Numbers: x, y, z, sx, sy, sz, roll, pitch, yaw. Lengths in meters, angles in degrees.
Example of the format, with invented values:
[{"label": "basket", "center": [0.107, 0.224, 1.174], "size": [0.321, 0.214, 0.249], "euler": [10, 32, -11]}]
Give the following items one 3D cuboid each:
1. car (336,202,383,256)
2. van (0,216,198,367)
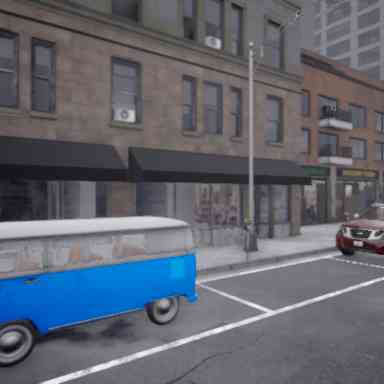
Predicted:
[{"label": "car", "center": [7.298, 1.310, 11.961], "size": [5.009, 1.841, 2.192], "euler": [0, 0, -35]}, {"label": "van", "center": [-1.802, 1.341, 5.478], "size": [3.998, 1.788, 1.690], "euler": [0, 0, -35]}]
